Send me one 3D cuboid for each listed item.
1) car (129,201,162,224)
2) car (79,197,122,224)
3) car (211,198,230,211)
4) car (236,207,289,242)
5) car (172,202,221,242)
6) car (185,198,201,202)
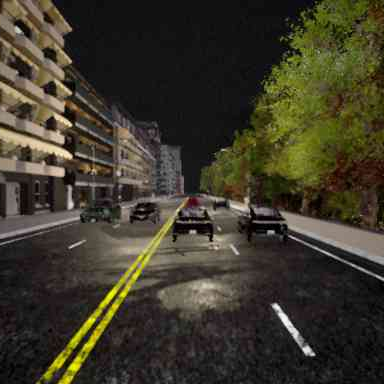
[{"bbox_3d":[-3.287,1.454,24.094,1.837,1.490,4.892,0,0,1],"label":"car"},{"bbox_3d":[-6.536,1.299,24.262,2.097,1.767,4.553,0,0,0],"label":"car"},{"bbox_3d":[3.365,1.410,39.511,2.128,1.511,4.902,0,0,0],"label":"car"},{"bbox_3d":[3.305,1.455,16.238,2.128,1.511,4.902,0,0,1],"label":"car"},{"bbox_3d":[0.057,1.456,16.230,2.128,1.511,4.902,0,0,1],"label":"car"},{"bbox_3d":[0.119,1.441,40.849,1.812,1.442,4.674,0,0,0],"label":"car"}]
